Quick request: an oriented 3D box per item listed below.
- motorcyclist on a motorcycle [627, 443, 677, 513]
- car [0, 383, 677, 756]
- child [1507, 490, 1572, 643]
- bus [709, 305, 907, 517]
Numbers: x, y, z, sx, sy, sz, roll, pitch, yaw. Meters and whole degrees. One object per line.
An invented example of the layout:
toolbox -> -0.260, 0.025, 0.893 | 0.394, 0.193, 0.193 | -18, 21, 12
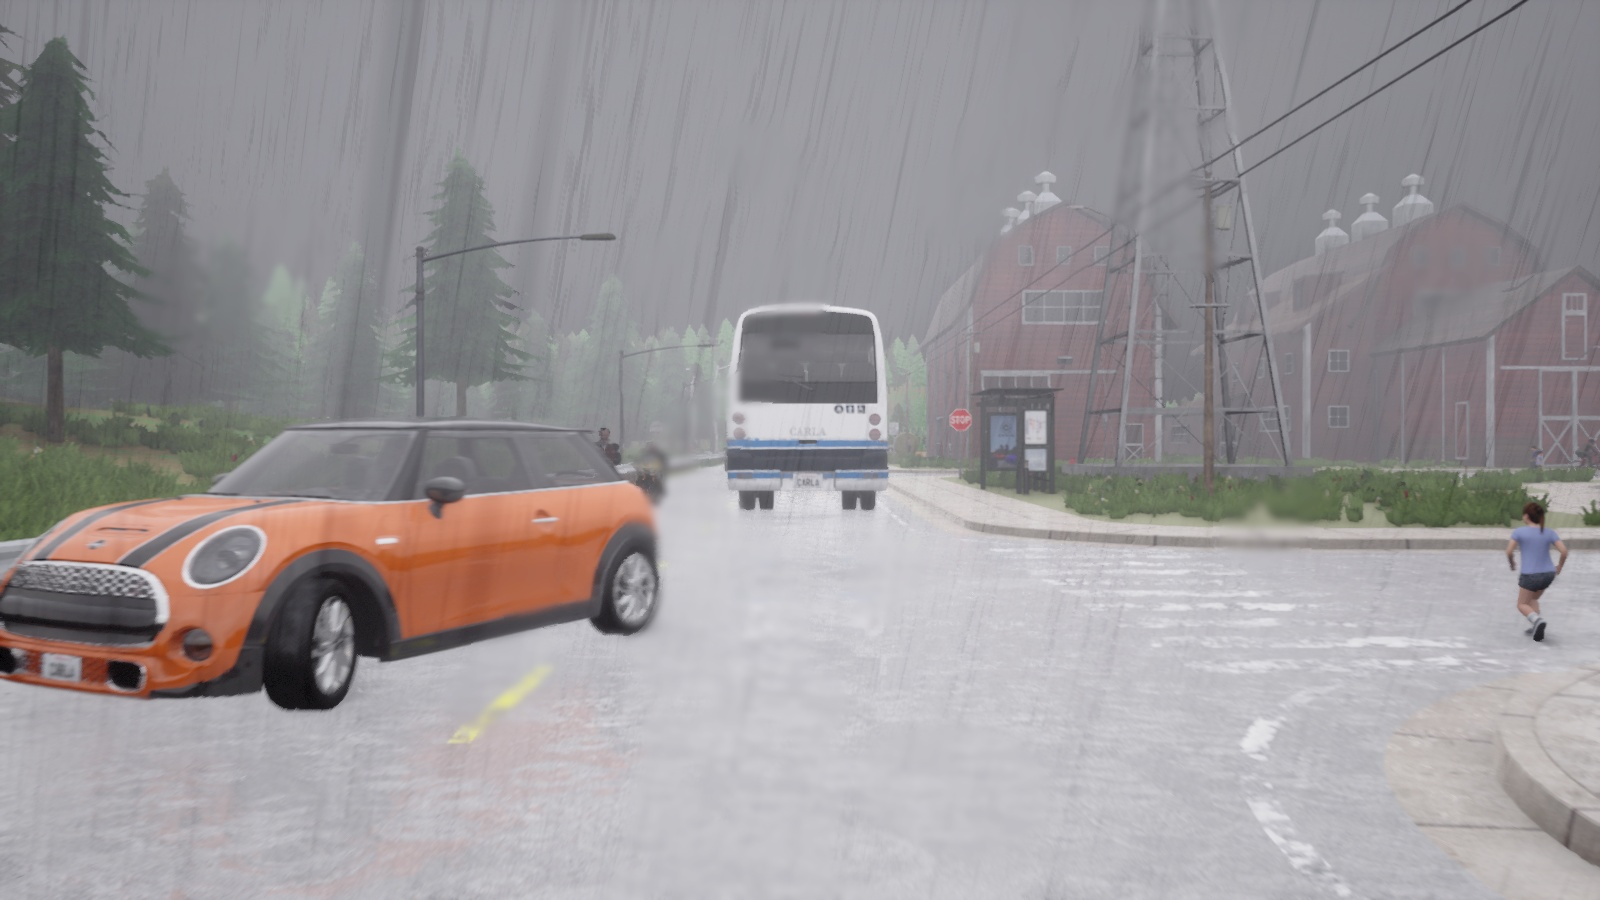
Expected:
motorcyclist on a motorcycle -> -3.323, 0.604, 28.411 | 0.866, 1.530, 2.191 | 0, 0, 0
car -> -2.929, 0.551, 8.457 | 2.097, 1.767, 4.553 | 0, 0, 26
child -> 5.541, 0.859, 9.415 | 0.255, 1.110, 0.394 | 0, 0, 1
bus -> 0.188, -0.815, 30.266 | 3.944, 4.253, 10.273 | 0, 0, 0
